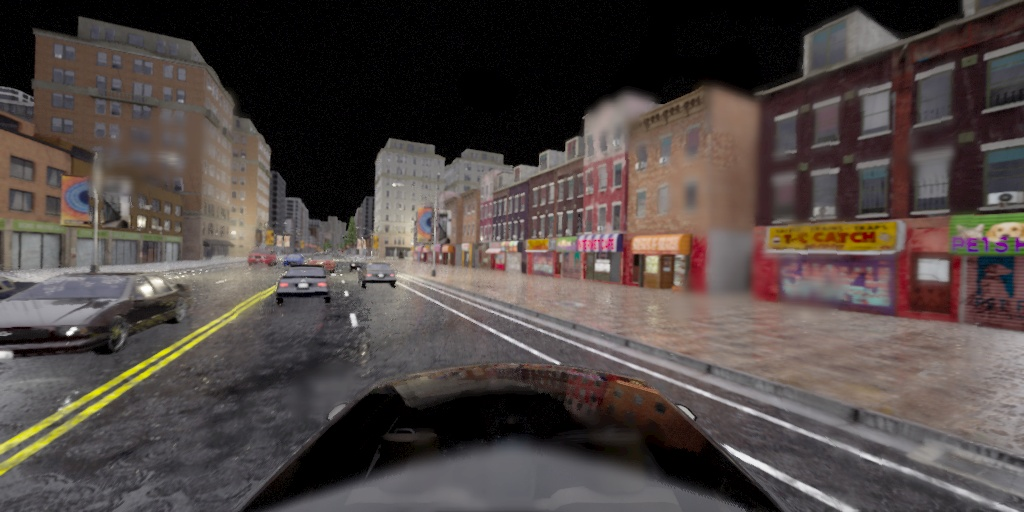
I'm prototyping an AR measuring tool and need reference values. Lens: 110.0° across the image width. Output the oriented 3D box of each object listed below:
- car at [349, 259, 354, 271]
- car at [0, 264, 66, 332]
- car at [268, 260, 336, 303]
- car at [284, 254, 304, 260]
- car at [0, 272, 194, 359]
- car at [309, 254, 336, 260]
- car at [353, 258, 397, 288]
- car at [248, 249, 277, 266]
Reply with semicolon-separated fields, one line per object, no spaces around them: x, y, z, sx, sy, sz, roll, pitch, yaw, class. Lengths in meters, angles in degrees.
-15.883;0.901;37.180;1.895;1.301;4.718;2;0;-26;car
-12.079;0.963;7.066;2.033;1.411;5.357;2;0;-26;car
-8.514;1.053;14.974;2.033;1.411;5.357;2;0;-26;car
-26.498;0.508;43.685;1.882;1.535;5.008;2;0;-26;car
-8.771;1.053;7.707;2.033;1.411;5.357;2;0;-26;car
-16.708;0.627;31.588;2.097;1.767;4.553;2;0;-26;car
-8.114;1.058;21.449;2.033;1.411;5.357;2;0;-26;car
-29.730;0.165;42.919;2.150;2.045;5.566;2;0;-26;car
